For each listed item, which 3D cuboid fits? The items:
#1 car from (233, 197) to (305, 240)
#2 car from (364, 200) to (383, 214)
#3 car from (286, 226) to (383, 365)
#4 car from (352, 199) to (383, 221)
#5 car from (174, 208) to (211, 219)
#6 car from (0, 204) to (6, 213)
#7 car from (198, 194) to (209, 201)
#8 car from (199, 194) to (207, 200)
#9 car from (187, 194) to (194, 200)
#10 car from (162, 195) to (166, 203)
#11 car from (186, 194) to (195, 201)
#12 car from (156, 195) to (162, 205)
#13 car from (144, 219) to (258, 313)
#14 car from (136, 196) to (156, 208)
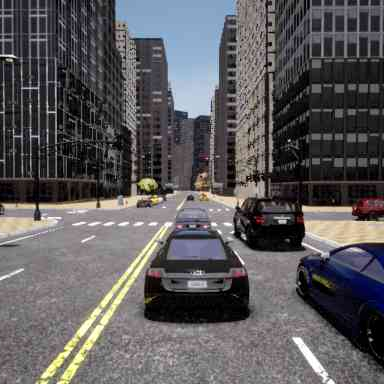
[{"bbox_3d":[3.308,1.213,15.207,2.150,2.045,5.566,0,0,-2],"label":"car"},{"bbox_3d":[21.650,1.643,36.204,4.829,1.417,1.752,1,0,1],"label":"car"},{"bbox_3d":[3.334,1.561,5.786,1.994,1.385,4.181,0,0,-1],"label":"car"},{"bbox_3d":[16.078,1.520,27.892,5.009,1.841,2.192,1,0,1],"label":"car"},{"bbox_3d":[0.025,1.538,16.978,2.033,1.411,5.357,0,0,0],"label":"car"},{"bbox_3d":[-19.939,1.345,30.916,4.892,1.490,1.837,1,1,1],"label":"car"},{"bbox_3d":[2.903,1.396,78.624,1.882,1.535,5.008,0,0,0],"label":"car"},{"bbox_3d":[2.857,1.243,89.041,1.837,1.490,4.892,0,0,0],"label":"car"},{"bbox_3d":[-0.395,1.387,89.445,1.882,1.535,5.008,0,0,0],"label":"car"},{"bbox_3d":[-6.824,1.469,66.530,1.812,1.442,4.674,0,0,0],"label":"car"},{"bbox_3d":[-0.351,1.426,79.386,1.837,1.490,4.892,0,0,0],"label":"car"},{"bbox_3d":[-6.835,1.433,57.082,1.882,1.535,5.008,0,0,0],"label":"car"},{"bbox_3d":[0.068,1.560,7.756,1.994,1.385,4.181,0,0,-1],"label":"car"},{"bbox_3d":[-6.803,1.530,48.153,1.994,1.385,4.181,0,0,0],"label":"car"}]
